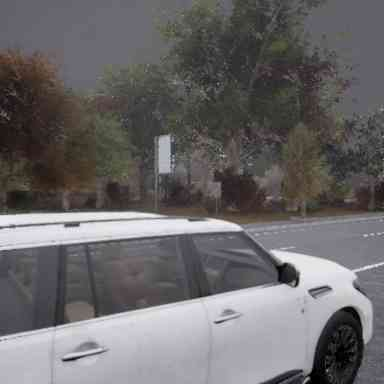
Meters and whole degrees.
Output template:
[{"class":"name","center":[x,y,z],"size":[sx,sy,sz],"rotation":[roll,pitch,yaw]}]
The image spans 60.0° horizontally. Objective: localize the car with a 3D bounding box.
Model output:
[{"class":"car","center":[-0.399,1.213,3.460],"size":[5.566,2.045,2.150],"rotation":[0,0,-35]}]
